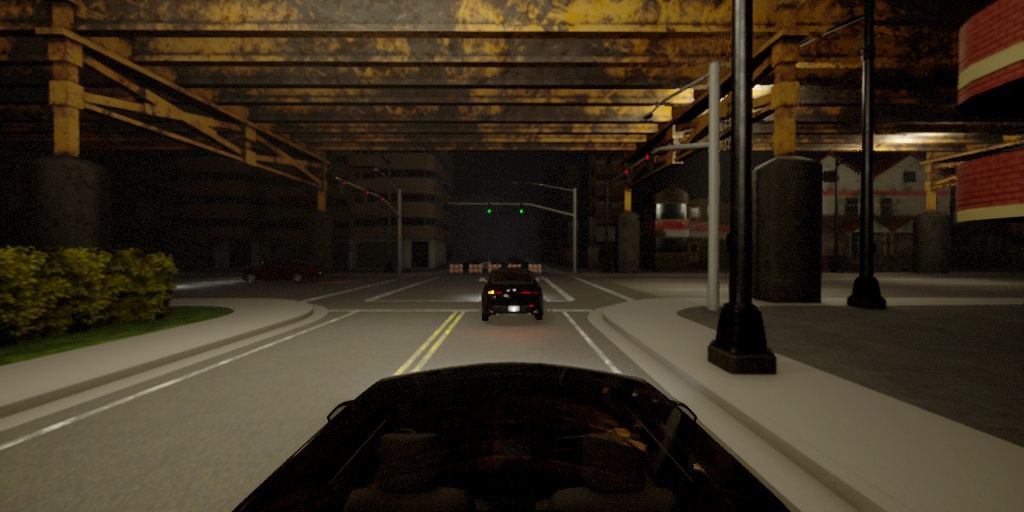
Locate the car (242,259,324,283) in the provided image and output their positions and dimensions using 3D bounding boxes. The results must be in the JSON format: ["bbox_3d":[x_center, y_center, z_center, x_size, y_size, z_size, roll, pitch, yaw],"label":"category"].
[{"bbox_3d":[-15.571,0.999,24.488,5.008,1.535,1.882,0,0,-1],"label":"car"}]

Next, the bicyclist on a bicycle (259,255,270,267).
[{"bbox_3d":[-21.851,0.753,31.692,0.582,1.620,1.656,0,1,0],"label":"bicyclist on a bicycle"}]

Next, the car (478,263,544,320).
[{"bbox_3d":[-0.067,1.150,12.189,1.837,1.490,4.892,0,1,-3],"label":"car"}]
